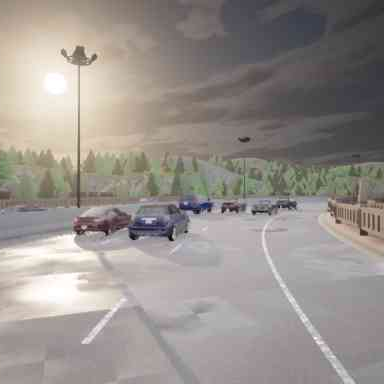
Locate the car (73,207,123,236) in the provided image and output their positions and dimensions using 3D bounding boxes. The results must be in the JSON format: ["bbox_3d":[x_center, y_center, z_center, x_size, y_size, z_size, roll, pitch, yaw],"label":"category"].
[{"bbox_3d":[-4.752,1.543,18.393,1.812,1.442,4.674,0,0,12],"label":"car"}]

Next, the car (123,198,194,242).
[{"bbox_3d":[-1.496,1.360,16.847,2.097,1.767,4.553,0,0,11],"label":"car"}]

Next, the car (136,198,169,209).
[{"bbox_3d":[-5.528,1.585,47.205,2.128,1.511,4.902,0,0,28],"label":"car"}]

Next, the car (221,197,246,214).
[{"bbox_3d":[4.554,1.515,35.615,1.837,1.490,4.892,0,0,24],"label":"car"}]

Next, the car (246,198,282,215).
[{"bbox_3d":[7.331,1.541,33.312,2.033,1.411,5.357,0,0,24],"label":"car"}]

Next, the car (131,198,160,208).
[{"bbox_3d":[-7.141,1.646,51.535,1.812,1.442,4.674,-1,0,30],"label":"car"}]

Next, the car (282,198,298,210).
[{"bbox_3d":[12.185,1.500,42.822,1.837,1.490,4.892,0,0,32],"label":"car"}]

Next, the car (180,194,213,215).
[{"bbox_3d":[0.443,1.250,35.010,2.150,2.045,5.566,0,0,23],"label":"car"}]

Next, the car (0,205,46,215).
[{"bbox_3d":[-11.403,1.586,21.844,2.033,1.411,5.357,0,0,13],"label":"car"}]

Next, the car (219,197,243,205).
[{"bbox_3d":[7.158,1.596,60.343,2.128,1.511,4.902,-1,-1,38],"label":"car"}]
